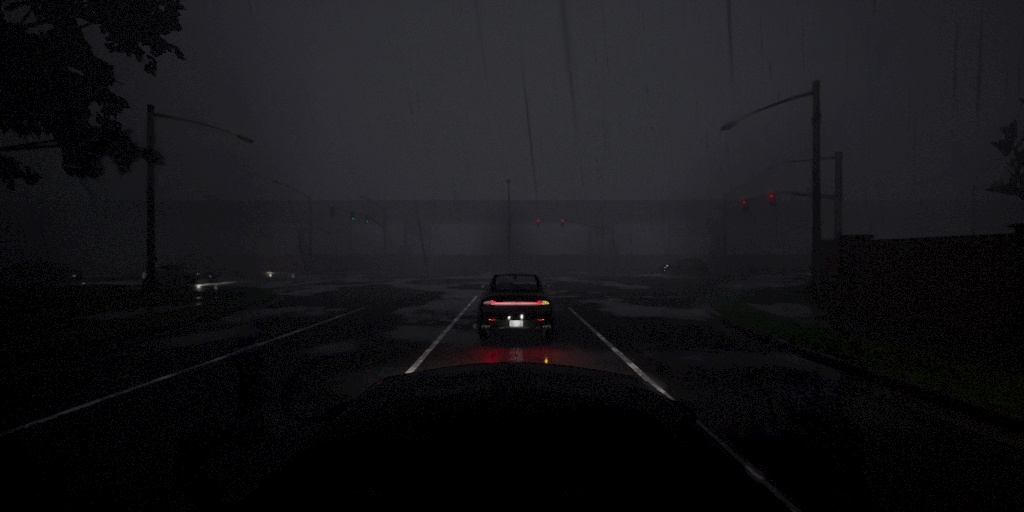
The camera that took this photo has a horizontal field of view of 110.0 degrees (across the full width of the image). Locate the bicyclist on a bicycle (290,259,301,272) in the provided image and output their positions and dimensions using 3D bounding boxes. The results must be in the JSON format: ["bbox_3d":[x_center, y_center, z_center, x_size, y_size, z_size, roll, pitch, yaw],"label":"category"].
[{"bbox_3d":[-27.031,1.198,44.712,0.582,1.620,1.656,0,0,14],"label":"bicyclist on a bicycle"}]

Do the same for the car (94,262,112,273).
[{"bbox_3d":[-49.647,1.293,41.451,5.357,1.411,2.033,0,0,2],"label":"car"}]

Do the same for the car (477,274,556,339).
[{"bbox_3d":[0.099,1.241,10.137,2.128,1.511,4.902,0,0,0],"label":"car"}]

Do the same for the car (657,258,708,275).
[{"bbox_3d":[17.156,1.024,36.229,4.553,1.767,2.097,0,0,2],"label":"car"}]

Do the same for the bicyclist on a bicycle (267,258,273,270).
[{"bbox_3d":[-31.583,1.045,46.803,0.582,1.620,1.656,0,0,-33],"label":"bicyclist on a bicycle"}]

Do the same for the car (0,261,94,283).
[{"bbox_3d":[-35.331,1.238,27.008,4.902,1.511,2.128,0,0,2],"label":"car"}]

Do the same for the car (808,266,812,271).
[{"bbox_3d":[32.936,1.047,35.794,5.357,1.411,2.033,-1,0,2],"label":"car"}]

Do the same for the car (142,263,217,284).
[{"bbox_3d":[-24.683,1.273,26.673,4.674,1.442,1.812,0,0,2],"label":"car"}]
